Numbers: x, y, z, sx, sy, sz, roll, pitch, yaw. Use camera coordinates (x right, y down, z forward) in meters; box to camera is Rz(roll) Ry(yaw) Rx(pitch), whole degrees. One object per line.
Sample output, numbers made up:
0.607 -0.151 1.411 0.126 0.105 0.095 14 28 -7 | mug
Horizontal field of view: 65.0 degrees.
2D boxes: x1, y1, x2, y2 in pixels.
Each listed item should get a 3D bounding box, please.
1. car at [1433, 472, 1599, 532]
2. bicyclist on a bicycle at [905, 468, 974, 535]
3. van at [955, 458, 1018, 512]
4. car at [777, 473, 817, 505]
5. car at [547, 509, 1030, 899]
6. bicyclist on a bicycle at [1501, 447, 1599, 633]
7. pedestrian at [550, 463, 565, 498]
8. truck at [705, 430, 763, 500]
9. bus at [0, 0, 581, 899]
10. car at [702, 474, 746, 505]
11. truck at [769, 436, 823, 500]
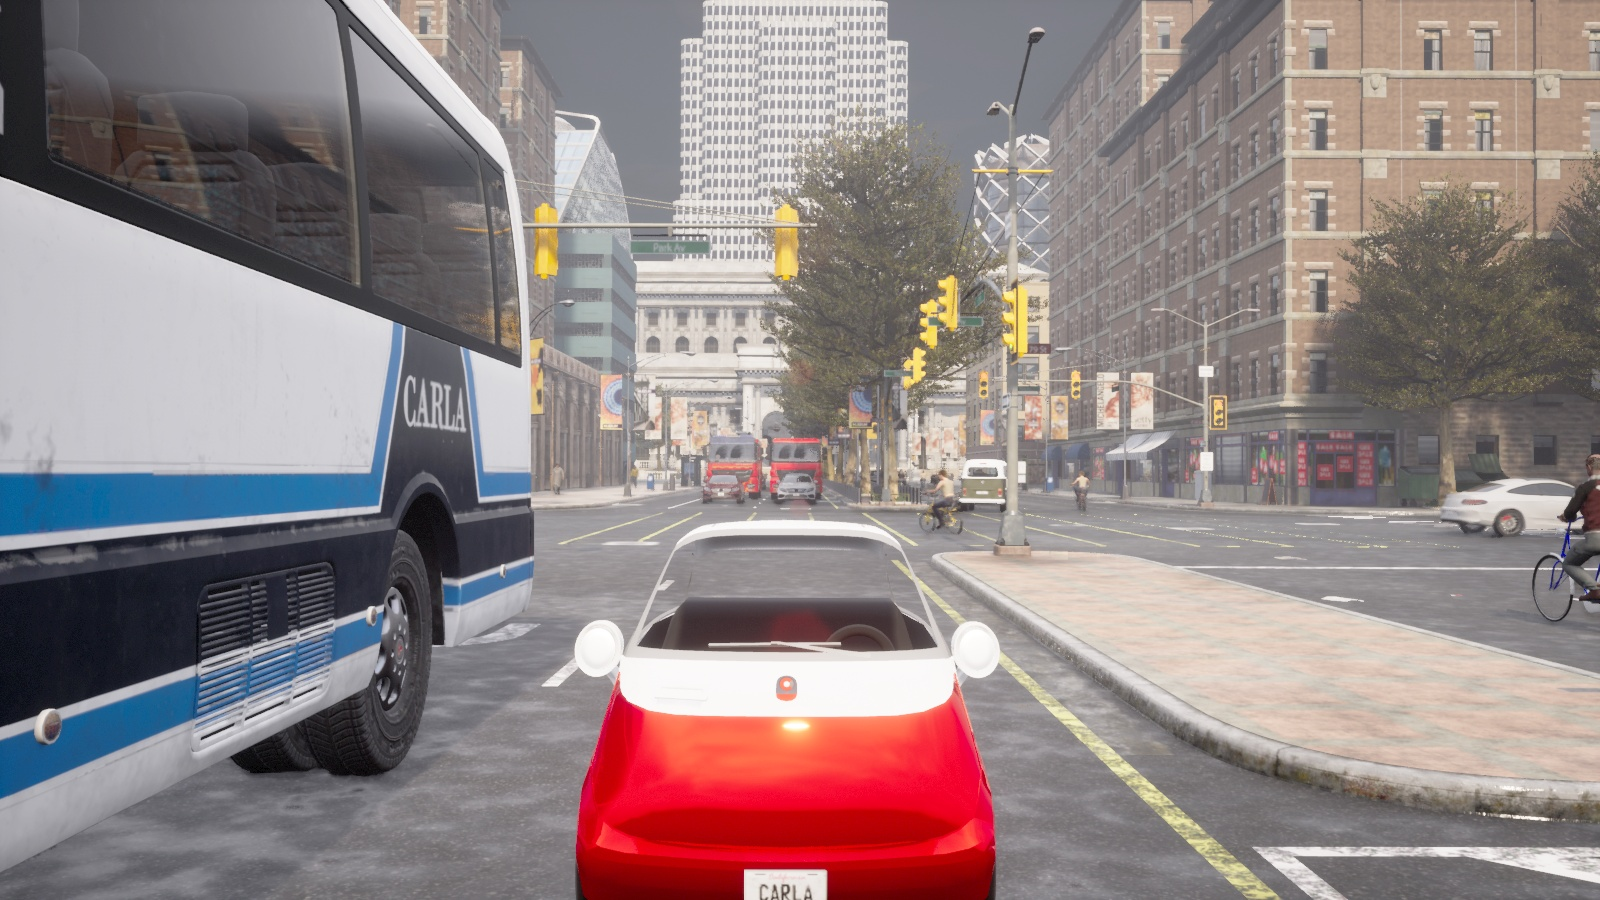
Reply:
18.680 1.294 31.517 4.674 1.442 1.812 0 -1 0 | car
3.460 1.260 31.190 0.866 1.612 1.509 0 -1 -39 | bicyclist on a bicycle
7.471 1.345 49.982 2.069 2.038 4.480 0 -1 13 | van
-0.118 1.859 60.803 1.812 1.442 4.674 0 -1 1 | car
-0.039 0.953 4.966 1.481 1.376 2.207 0 -1 0 | car
7.942 0.866 12.700 0.659 1.776 1.843 0 -1 0 | bicyclist on a bicycle
-13.736 1.717 71.089 0.659 1.952 0.873 0 -1 0 | pedestrian
-3.707 0.878 72.547 2.891 3.827 8.468 0 -1 0 | truck
-3.542 -0.482 3.917 3.944 4.253 10.273 0 -1 0 | bus
-3.653 1.877 61.008 1.812 1.442 4.674 0 -1 1 | car
-0.204 1.037 71.874 2.891 3.462 7.936 0 -1 0 | truck
